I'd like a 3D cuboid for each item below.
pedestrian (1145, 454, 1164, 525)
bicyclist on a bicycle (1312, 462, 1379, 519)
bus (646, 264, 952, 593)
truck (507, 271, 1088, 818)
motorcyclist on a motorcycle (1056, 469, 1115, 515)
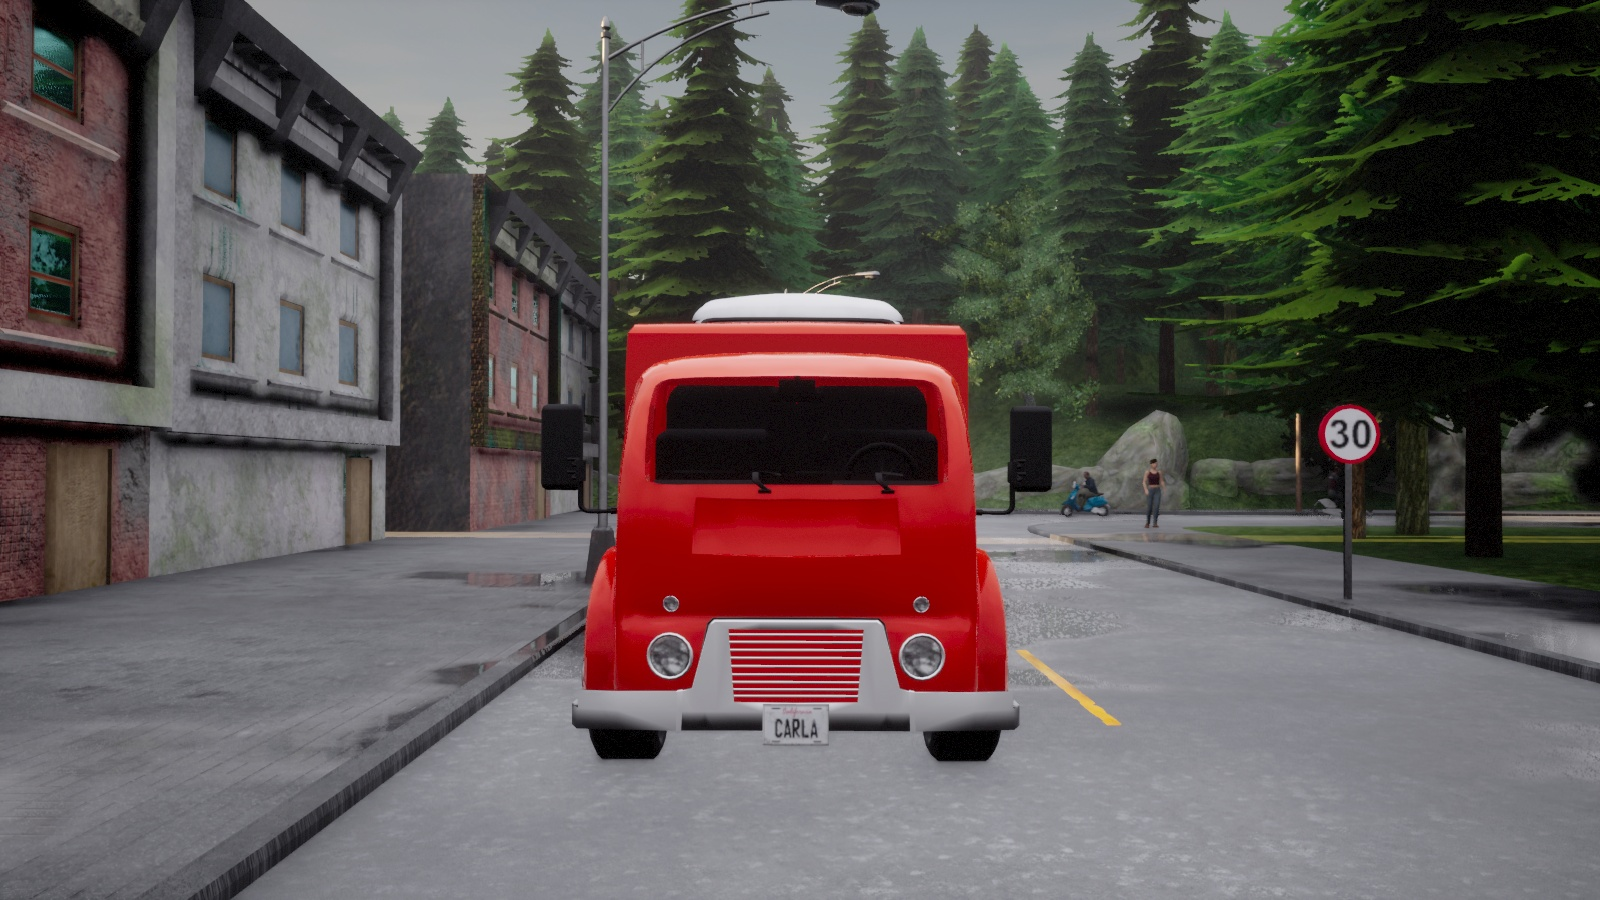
[{"bbox_3d":[9.239,1.036,32.747,0.345,1.836,0.594,0,-1,2],"label":"pedestrian"},{"bbox_3d":[17.497,1.290,40.265,1.843,1.776,0.659,0,-1,-2],"label":"bicyclist on a bicycle"},{"bbox_3d":[-0.092,-0.203,21.375,3.944,4.253,10.273,0,-1,-1],"label":"bus"},{"bbox_3d":[-0.024,0.467,8.306,2.627,2.467,5.204,0,-1,0],"label":"truck"},{"bbox_3d":[9.974,1.464,43.888,1.817,1.590,0.866,1,-1,-10],"label":"motorcyclist on a motorcycle"}]
